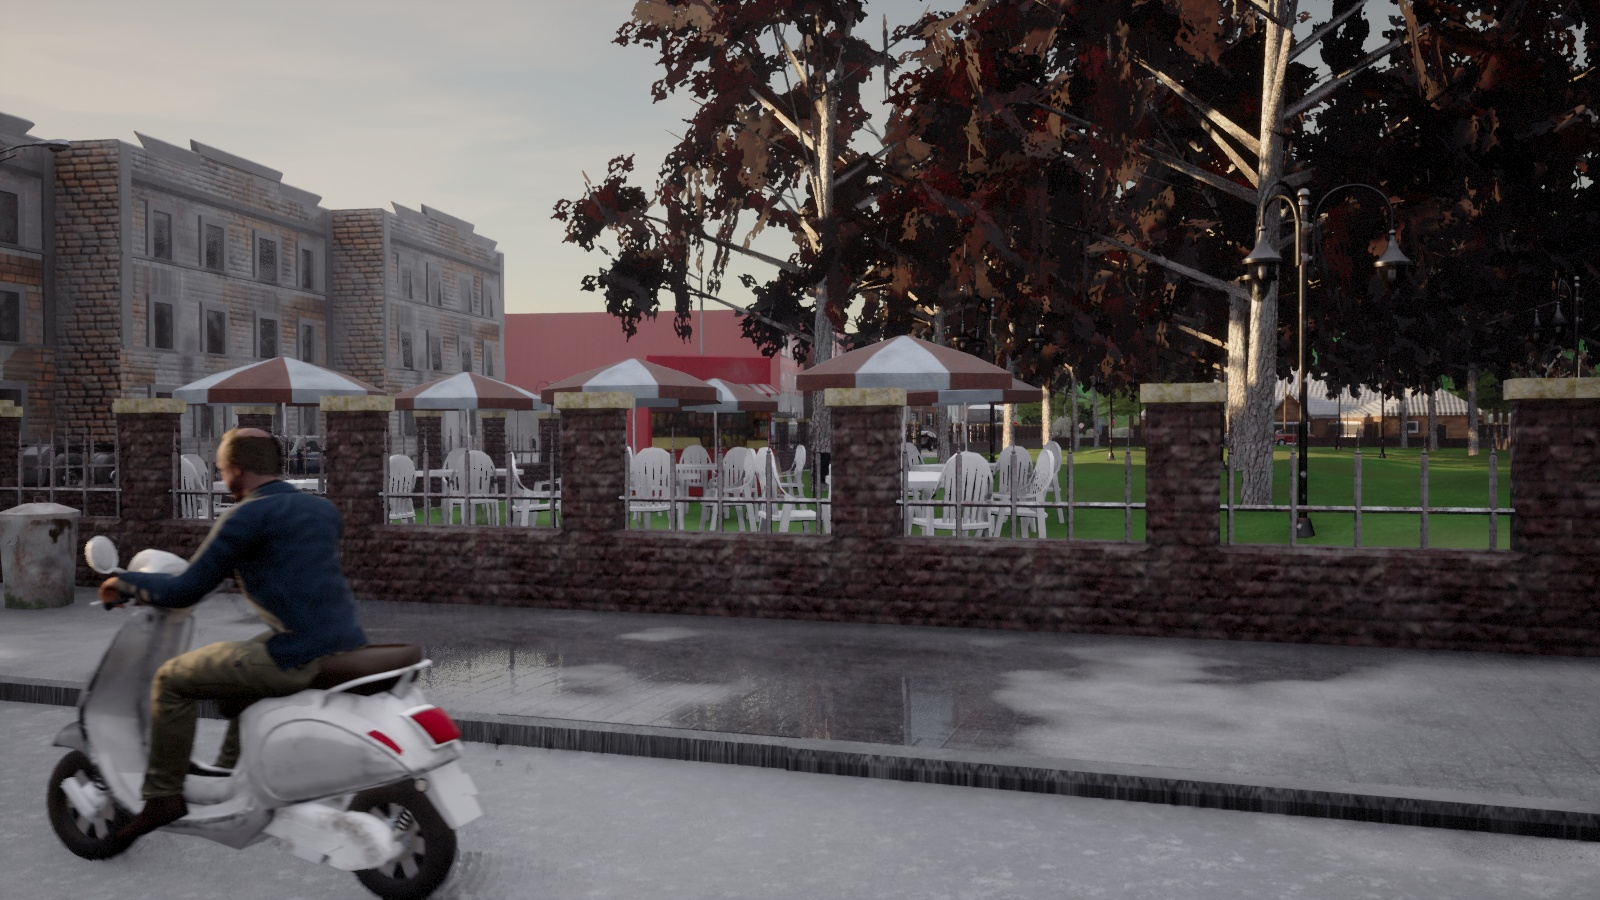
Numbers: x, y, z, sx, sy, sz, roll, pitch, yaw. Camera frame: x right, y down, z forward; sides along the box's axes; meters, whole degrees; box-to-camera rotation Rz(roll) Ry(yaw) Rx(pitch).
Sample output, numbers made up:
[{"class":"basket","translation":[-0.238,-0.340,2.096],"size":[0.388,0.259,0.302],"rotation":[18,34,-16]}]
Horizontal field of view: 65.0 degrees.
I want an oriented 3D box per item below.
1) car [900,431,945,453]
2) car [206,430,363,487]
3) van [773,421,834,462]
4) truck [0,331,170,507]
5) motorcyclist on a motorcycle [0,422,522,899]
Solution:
[{"class":"car","translation":[8.858,-0.584,90.158],"size":[2.163,1.488,4.792],"rotation":[1,1,19]},{"class":"car","translation":[-14.089,0.186,34.528],"size":[1.970,1.475,3.806],"rotation":[1,1,19]},{"class":"van","translation":[0.218,-0.453,64.537],"size":[1.775,1.987,4.442],"rotation":[1,1,19]},{"class":"truck","translation":[-17.098,-0.628,25.535],"size":[2.891,3.462,7.936],"rotation":[1,1,19]},{"class":"motorcyclist on a motorcycle","translation":[-1.998,0.702,4.393],"size":[1.817,1.590,0.866],"rotation":[1,1,19]}]
